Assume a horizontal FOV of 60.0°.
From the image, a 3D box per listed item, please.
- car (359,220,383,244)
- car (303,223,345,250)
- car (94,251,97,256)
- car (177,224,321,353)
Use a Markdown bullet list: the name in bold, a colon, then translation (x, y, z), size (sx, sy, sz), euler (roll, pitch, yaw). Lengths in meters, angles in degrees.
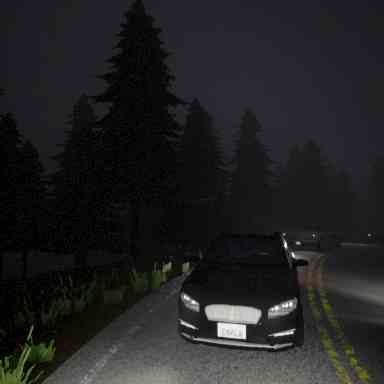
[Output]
- **car**: translation (15.838, 3.224, 26.455), size (5.566, 2.045, 2.150), euler (8, -8, -28)
- **car**: translation (6.498, 2.308, 17.693), size (1.895, 1.301, 4.718), euler (-3, -6, 39)
- **car**: translation (-20.263, 13.650, 72.971), size (4.181, 1.381, 1.994), euler (-2, -5, 31)
- **car**: translation (1.133, 1.562, 6.602), size (2.128, 1.511, 4.902), euler (-1, -2, 15)
